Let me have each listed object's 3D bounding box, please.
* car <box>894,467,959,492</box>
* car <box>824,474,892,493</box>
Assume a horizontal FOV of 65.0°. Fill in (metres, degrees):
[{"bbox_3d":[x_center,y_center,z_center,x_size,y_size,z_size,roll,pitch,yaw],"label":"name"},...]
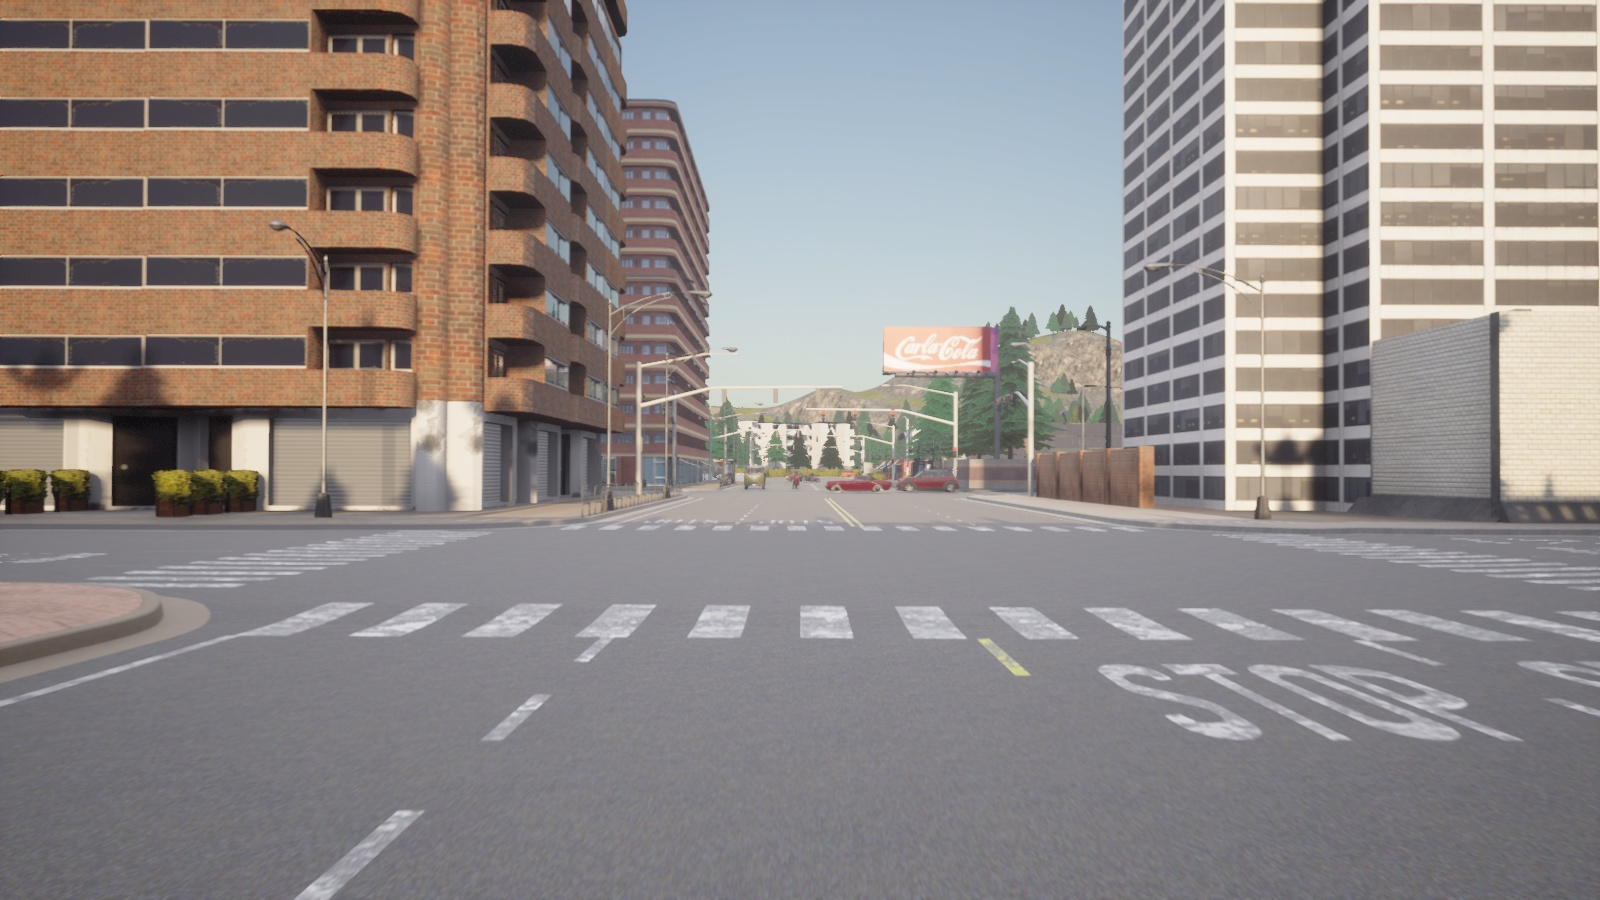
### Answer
[{"bbox_3d":[9.188,2.172,91.743,4.553,1.767,2.097,0,-1,0],"label":"car"},{"bbox_3d":[4.039,2.376,88.254,4.718,1.301,1.895,0,-1,0],"label":"car"}]
